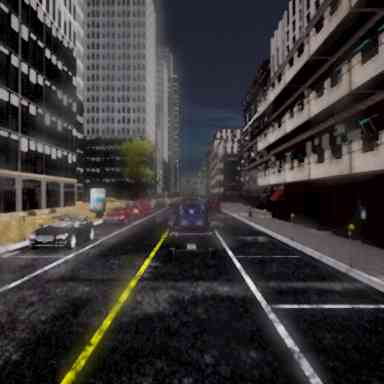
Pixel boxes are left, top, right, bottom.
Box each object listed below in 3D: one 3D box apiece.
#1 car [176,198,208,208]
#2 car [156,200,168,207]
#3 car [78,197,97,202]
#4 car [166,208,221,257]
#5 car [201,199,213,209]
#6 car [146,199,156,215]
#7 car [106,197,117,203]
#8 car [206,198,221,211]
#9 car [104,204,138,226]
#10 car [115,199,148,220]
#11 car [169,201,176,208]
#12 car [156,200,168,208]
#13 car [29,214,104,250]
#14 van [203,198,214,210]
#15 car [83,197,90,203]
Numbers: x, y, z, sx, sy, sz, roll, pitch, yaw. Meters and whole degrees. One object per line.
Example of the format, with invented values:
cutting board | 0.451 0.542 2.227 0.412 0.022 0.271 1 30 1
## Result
car | -0.004 1.651 28.410 2.097 1.767 4.553 0 -1 0
car | -5.741 2.258 64.716 1.947 1.339 4.313 0 -1 0
car | -27.543 2.010 87.663 4.313 1.339 1.947 1 -1 -1
car | 0.006 1.636 13.496 2.128 1.511 4.902 0 0 0
car | 2.643 2.075 59.478 1.967 1.590 4.097 0 -1 0
car | -5.720 1.709 37.270 2.192 1.841 5.009 0 -1 0
car | -22.097 2.073 87.816 4.829 1.417 1.752 1 -1 -1
car | 2.655 1.769 42.828 2.192 1.841 5.009 0 -1 0
car | -5.712 1.858 26.166 1.802 1.307 4.206 0 -1 0
car | -5.717 1.775 31.718 1.967 1.590 4.097 0 -1 0
car | -3.103 2.238 59.697 1.895 1.301 4.718 0 -1 0
car | -5.737 2.201 59.470 1.947 1.339 4.313 0 -1 0
car | -5.704 1.710 15.064 2.008 1.369 4.403 0 -1 0
van | 2.647 1.916 53.929 1.690 1.788 3.998 0 -1 0
car | -27.429 1.694 79.290 5.009 1.841 2.192 1 -2 -1
